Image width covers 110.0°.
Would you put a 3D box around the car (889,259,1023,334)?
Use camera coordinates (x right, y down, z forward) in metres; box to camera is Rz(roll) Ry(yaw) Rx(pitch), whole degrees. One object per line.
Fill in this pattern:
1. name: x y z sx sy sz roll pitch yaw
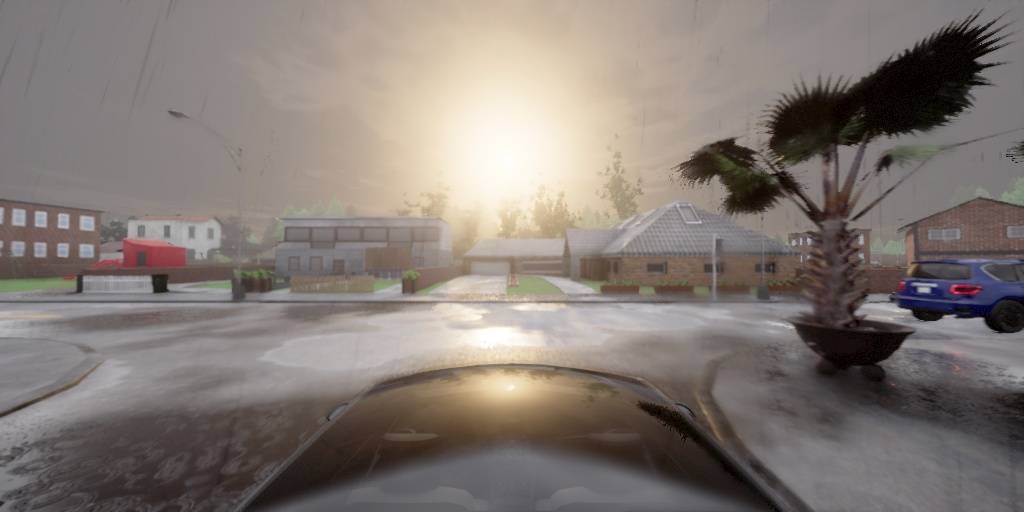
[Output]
1. car: 15.025 1.103 10.749 5.566 2.045 2.150 0 -1 0
